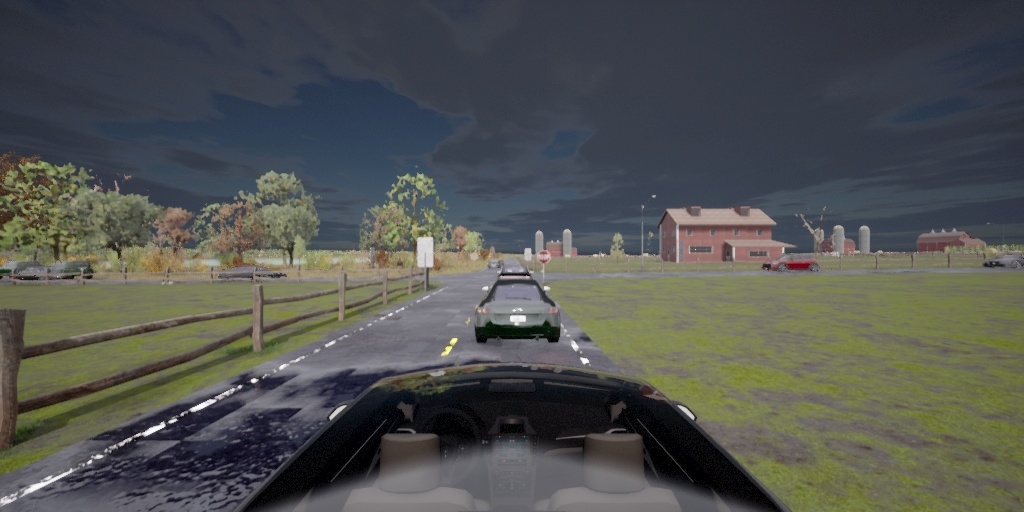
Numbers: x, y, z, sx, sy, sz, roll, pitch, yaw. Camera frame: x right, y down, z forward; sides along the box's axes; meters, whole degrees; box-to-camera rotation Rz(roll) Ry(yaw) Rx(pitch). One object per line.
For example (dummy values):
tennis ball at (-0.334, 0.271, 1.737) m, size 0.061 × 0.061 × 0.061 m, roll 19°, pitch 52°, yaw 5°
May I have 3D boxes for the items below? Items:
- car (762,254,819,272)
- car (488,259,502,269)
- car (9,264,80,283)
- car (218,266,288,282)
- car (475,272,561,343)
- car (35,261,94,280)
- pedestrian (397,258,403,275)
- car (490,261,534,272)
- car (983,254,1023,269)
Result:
car at (27.156, 0.649, 35.111) m, size 4.553 × 1.767 × 2.097 m, roll -1°, pitch 1°, yaw 1°
car at (-2.716, 1.230, 55.776) m, size 1.812 × 1.442 × 4.674 m, roll 0°, pitch 0°, yaw 0°
car at (-45.202, 1.817, 34.721) m, size 4.902 × 1.511 × 2.128 m, roll -1°, pitch 0°, yaw 14°
car at (-23.564, 1.591, 32.695) m, size 5.357 × 1.411 × 2.033 m, roll -1°, pitch 1°, yaw 1°
car at (0.118, 1.306, 9.658) m, size 1.994 × 1.385 × 4.181 m, roll 0°, pitch 0°, yaw 0°
car at (-47.505, 1.554, 38.292) m, size 5.566 × 2.045 × 2.150 m, roll -1°, pitch 0°, yaw 18°
pedestrian at (-12.083, 1.133, 38.525) m, size 0.375 × 1.860 × 0.375 m, roll 0°, pitch 1°, yaw 1°
car at (0.176, 1.225, 19.537) m, size 2.128 × 1.511 × 4.902 m, roll 0°, pitch 0°, yaw 1°
car at (48.815, 0.534, 34.805) m, size 4.181 × 1.385 × 1.994 m, roll -1°, pitch 1°, yaw 1°
